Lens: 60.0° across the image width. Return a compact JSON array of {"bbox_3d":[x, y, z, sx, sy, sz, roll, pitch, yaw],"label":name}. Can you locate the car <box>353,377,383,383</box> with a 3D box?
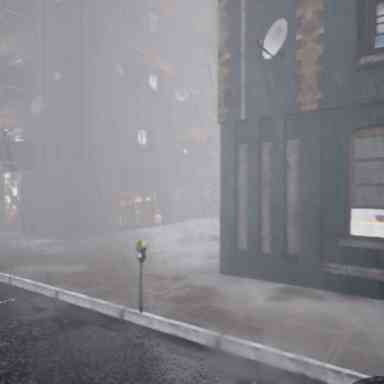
[{"bbox_3d":[2.526,1.558,1.066,4.313,1.339,1.947,0,0,35],"label":"car"}]
